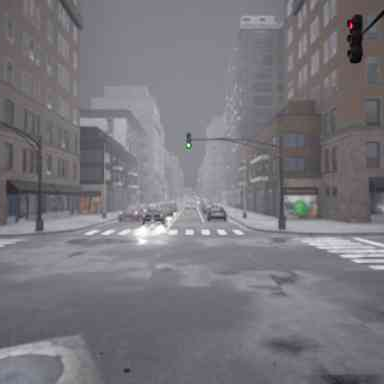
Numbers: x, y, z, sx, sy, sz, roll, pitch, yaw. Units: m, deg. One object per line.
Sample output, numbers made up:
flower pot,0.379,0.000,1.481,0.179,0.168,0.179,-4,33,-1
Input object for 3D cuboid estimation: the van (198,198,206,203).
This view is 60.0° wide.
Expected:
van,2.317,2.138,53.753,1.690,1.788,3.998,0,-1,0

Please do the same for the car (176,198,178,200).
car,-5.692,3.013,92.324,1.802,1.307,4.206,0,-1,0

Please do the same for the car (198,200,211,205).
car,2.315,2.277,48.240,1.947,1.339,4.313,0,-1,0

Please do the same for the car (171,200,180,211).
car,-3.161,2.296,49.014,1.994,1.385,4.181,0,-1,0

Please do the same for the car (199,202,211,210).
car,2.319,2.434,59.260,2.008,1.369,4.403,0,-1,0

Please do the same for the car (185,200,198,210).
car,-0.217,2.453,57.003,1.895,1.301,4.718,0,-1,0

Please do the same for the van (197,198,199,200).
van,2.321,2.313,64.773,1.690,1.788,3.998,0,-1,0

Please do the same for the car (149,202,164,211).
car,-5.707,2.361,53.753,2.008,1.369,4.403,0,-1,0

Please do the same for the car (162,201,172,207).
car,-5.699,2.714,75.793,2.008,1.369,4.403,0,-1,0

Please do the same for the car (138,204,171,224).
car,-3.180,2.032,29.079,1.895,1.301,4.718,0,-1,0

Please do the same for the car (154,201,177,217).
car,-3.172,2.145,39.056,1.994,1.385,4.181,0,-1,1

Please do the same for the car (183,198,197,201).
car,-0.313,2.577,69.468,2.128,1.511,4.902,0,-1,0

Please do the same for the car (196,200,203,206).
car,1.920,2.836,85.671,1.812,1.442,4.674,0,-1,0

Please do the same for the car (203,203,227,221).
car,2.309,2.027,31.709,1.947,1.339,4.313,0,-1,0

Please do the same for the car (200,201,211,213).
car,2.313,2.209,42.730,1.802,1.307,4.206,0,-1,0

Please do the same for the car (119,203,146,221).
car,-5.716,1.915,31.714,1.967,1.590,4.097,0,-1,0

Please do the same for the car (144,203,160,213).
car,-5.710,2.307,48.242,1.802,1.307,4.206,0,-1,0

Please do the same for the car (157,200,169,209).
car,-5.704,2.425,64.775,1.967,1.590,4.097,0,-1,0
